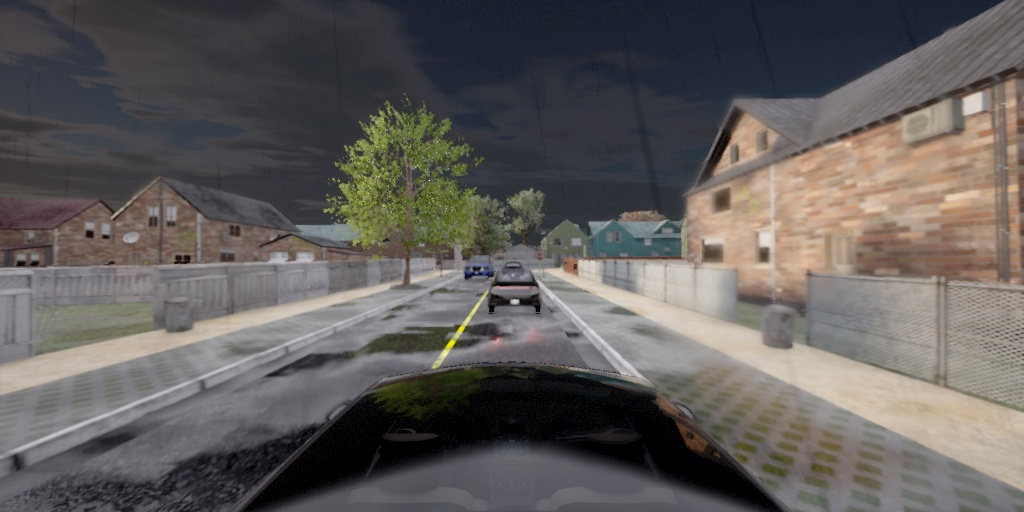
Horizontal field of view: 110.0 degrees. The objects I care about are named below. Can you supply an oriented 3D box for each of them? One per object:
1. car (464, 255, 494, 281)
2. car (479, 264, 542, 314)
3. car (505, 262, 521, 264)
[{"bbox_3d":[-2.758,0.961,30.687,2.150,2.045,5.566,0,0,0],"label":"car"},{"bbox_3d":[0.096,1.235,13.757,2.128,1.511,4.902,0,0,0],"label":"car"},{"bbox_3d":[0.092,1.245,30.442,1.837,1.490,4.892,0,0,0],"label":"car"}]
